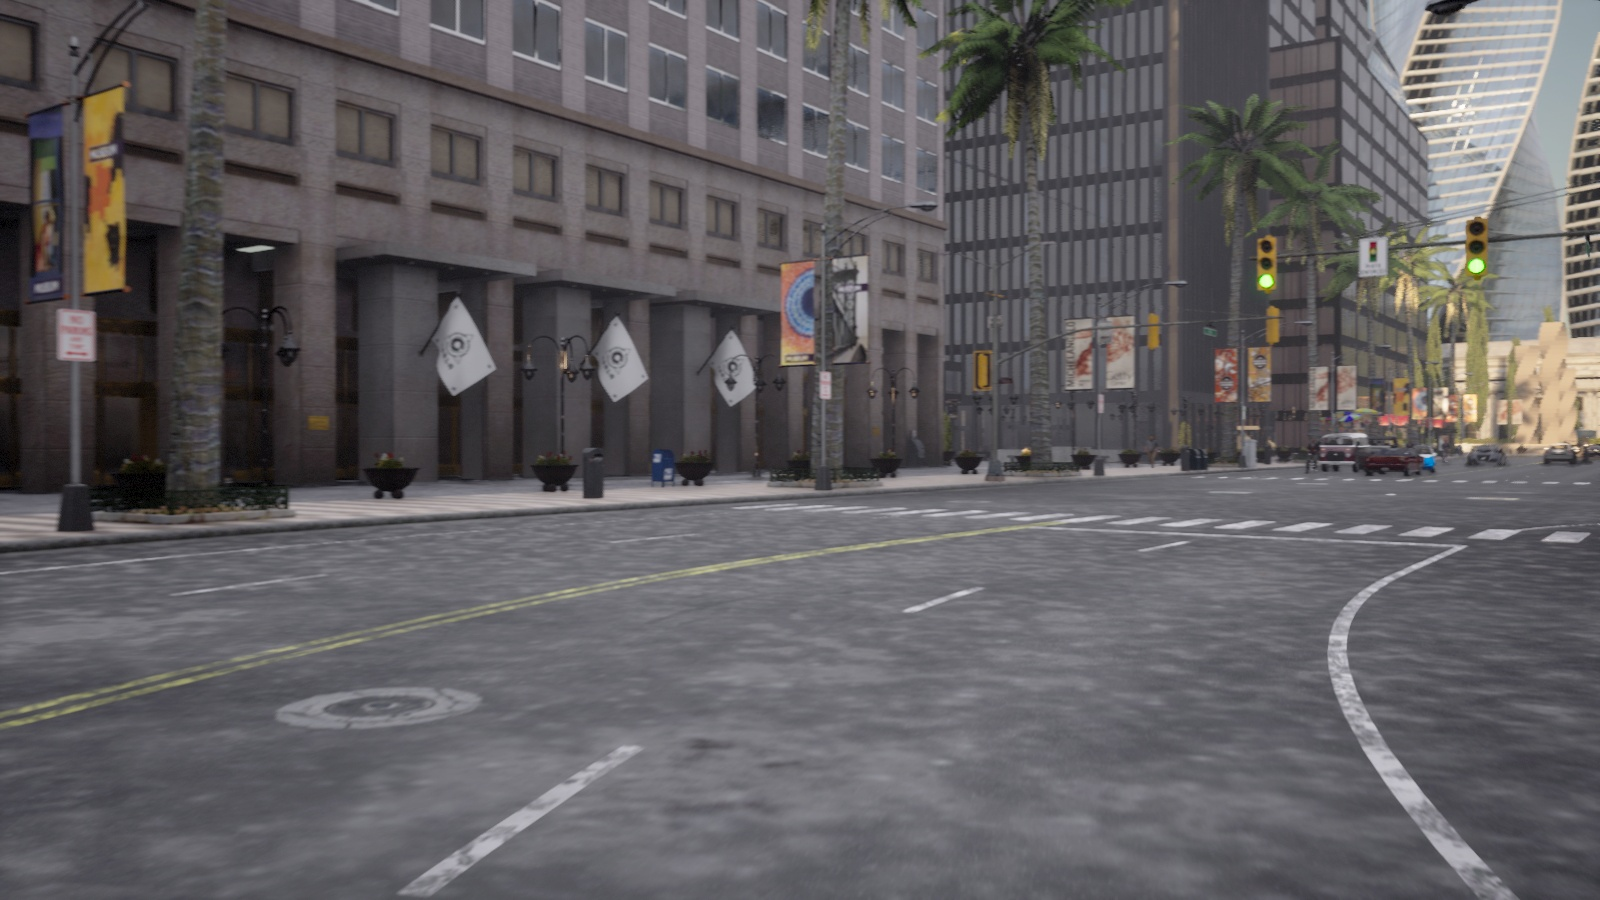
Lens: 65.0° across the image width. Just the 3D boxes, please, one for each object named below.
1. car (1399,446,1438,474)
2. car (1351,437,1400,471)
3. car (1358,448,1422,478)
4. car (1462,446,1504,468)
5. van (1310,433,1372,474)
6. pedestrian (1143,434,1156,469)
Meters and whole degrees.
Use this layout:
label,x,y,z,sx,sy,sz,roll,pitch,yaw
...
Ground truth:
label,x,y,z,sx,sy,sz,roll,pitch,yaw
car,31.640,0.507,64.221,1.481,1.376,2.207,0,0,35
car,33.251,0.203,72.512,1.905,1.878,3.866,0,1,36
car,27.516,0.576,58.444,1.895,1.301,4.718,0,0,35
car,45.678,0.434,83.930,1.994,1.385,4.181,0,0,35
van,28.283,0.160,65.537,2.069,2.038,4.480,0,0,36
pedestrian,18.111,0.074,65.119,0.540,1.848,0.694,0,0,23
